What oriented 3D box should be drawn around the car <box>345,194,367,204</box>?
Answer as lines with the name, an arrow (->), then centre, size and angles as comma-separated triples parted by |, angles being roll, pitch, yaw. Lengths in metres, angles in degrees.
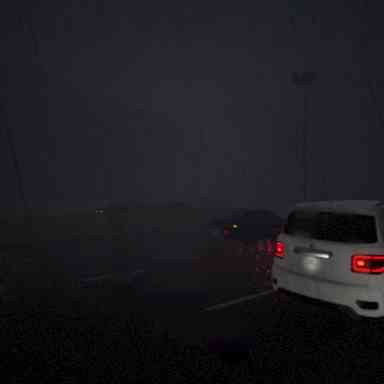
car -> 26.557, 1.081, 53.773 | 2.128, 1.511, 4.902 | 0, 0, 39

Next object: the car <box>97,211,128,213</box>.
car -> -5.585, 1.429, 26.326 | 4.902, 1.511, 2.128 | -1, 0, -39

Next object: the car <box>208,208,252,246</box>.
car -> 2.775, 1.447, 14.835 | 4.674, 1.442, 1.812 | -1, 0, -39

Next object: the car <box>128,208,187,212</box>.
car -> -2.043, 1.444, 24.698 | 4.674, 1.442, 1.812 | -1, 0, -40

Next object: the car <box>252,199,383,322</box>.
car -> 4.002, 1.166, 6.885 | 5.566, 2.045, 2.150 | -1, 0, -38

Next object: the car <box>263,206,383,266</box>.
car -> 4.947, 1.394, 12.091 | 5.008, 1.535, 1.882 | -1, 0, -39

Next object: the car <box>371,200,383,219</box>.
car -> 16.090, 1.340, 26.537 | 4.181, 1.385, 1.994 | -1, 0, -43
